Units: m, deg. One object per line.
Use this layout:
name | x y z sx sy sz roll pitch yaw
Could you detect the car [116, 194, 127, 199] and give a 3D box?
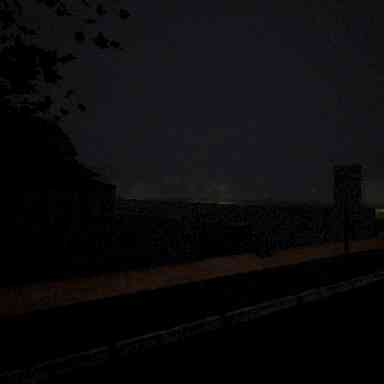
car | -11.889 0.989 51.157 4.902 1.511 2.128 1 1 44
